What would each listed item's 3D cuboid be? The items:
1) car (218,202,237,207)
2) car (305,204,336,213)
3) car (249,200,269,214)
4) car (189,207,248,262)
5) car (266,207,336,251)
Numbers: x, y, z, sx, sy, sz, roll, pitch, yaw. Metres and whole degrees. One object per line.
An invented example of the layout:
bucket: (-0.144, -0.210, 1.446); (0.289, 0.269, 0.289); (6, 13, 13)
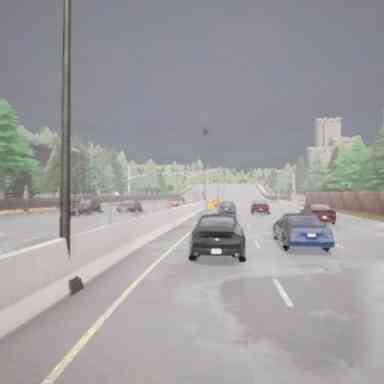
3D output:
car: (3.519, 1.677, 33.569); (2.033, 1.411, 5.357); (0, 0, 7)
car: (9.622, 1.636, 25.795); (1.882, 1.535, 5.008); (0, 0, 7)
car: (7.492, 1.651, 37.215); (1.882, 1.535, 5.008); (0, 0, 7)
car: (0.992, 1.551, 12.449); (1.837, 1.490, 4.892); (0, 0, 6)
car: (4.685, 1.630, 14.606); (2.033, 1.411, 5.357); (0, 0, 8)
